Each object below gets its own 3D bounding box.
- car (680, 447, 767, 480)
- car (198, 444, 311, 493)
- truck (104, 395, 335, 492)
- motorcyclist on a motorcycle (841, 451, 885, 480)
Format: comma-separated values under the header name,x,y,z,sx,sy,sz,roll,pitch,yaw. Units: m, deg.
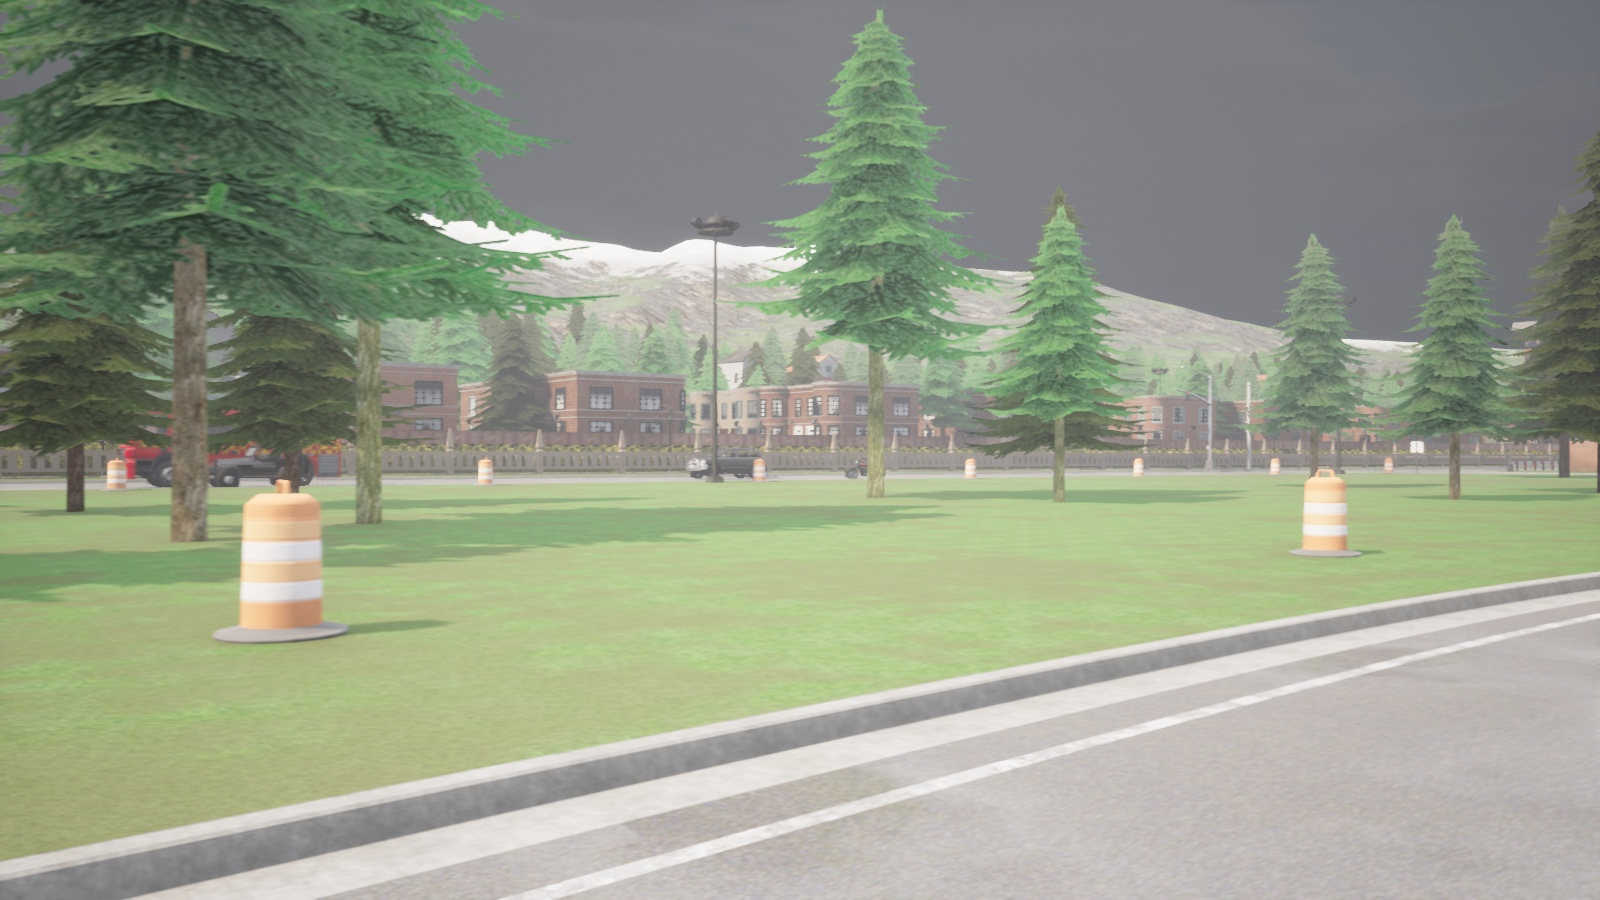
name,x,y,z,sx,sy,sz,roll,pitch,yaw
car,-4.329,0.746,71.389,4.605,1.855,1.932,0,0,-35
car,-21.929,0.711,50.523,3.866,1.878,1.905,0,0,-35
truck,-24.408,-0.238,53.064,8.468,3.827,2.891,0,0,-35
motorcyclist on a motorcycle,3.545,0.861,70.743,2.350,1.649,0.766,0,0,-18
